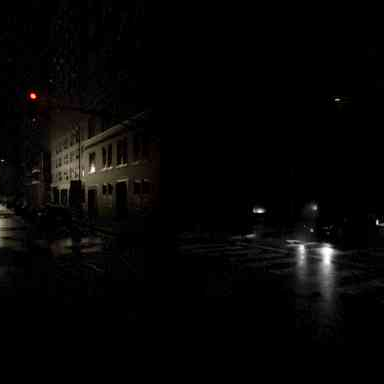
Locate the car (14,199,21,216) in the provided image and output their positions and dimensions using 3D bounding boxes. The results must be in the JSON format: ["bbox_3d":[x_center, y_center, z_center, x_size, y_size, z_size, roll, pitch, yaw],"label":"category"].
[{"bbox_3d":[-14.709,1.553,30.380,2.008,1.369,4.403,1,0,-32],"label":"car"}]

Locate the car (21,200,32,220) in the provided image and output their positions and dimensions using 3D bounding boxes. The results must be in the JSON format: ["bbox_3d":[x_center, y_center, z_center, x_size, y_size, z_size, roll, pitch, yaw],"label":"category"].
[{"bbox_3d":[-11.753,1.547,25.705,1.887,1.381,4.507,1,0,-32],"label":"car"}]

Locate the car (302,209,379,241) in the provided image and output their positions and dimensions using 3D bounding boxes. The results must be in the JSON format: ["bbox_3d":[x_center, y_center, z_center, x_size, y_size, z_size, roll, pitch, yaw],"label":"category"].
[{"bbox_3d":[7.930,1.668,17.625,4.892,1.490,1.837,0,-1,-33],"label":"car"}]

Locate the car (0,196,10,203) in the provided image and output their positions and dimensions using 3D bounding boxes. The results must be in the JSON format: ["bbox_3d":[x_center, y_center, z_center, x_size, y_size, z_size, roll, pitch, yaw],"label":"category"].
[{"bbox_3d":[-38.359,1.577,67.775,1.802,1.307,4.206,1,0,-32],"label":"car"}]

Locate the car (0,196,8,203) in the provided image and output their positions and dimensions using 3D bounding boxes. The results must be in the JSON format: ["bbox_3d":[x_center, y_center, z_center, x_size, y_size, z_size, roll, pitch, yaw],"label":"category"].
[{"bbox_3d":[-41.315,1.559,72.450,1.947,1.339,4.313,1,0,-32],"label":"car"}]

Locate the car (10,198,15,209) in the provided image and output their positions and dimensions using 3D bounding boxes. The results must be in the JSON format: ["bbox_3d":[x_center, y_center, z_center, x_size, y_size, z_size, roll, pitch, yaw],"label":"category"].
[{"bbox_3d":[-17.665,1.547,35.054,1.887,1.381,4.507,1,0,-32],"label":"car"}]

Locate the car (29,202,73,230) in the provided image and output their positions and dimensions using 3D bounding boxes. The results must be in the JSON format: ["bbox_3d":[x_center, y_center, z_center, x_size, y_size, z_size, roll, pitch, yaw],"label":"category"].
[{"bbox_3d":[-8.797,1.568,21.031,1.947,1.339,4.313,1,0,-32],"label":"car"}]

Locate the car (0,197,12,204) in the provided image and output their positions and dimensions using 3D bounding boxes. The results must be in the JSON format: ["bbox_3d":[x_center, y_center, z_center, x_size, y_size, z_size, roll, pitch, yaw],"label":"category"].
[{"bbox_3d":[-35.402,1.562,63.101,1.947,1.339,4.313,1,0,-32],"label":"car"}]

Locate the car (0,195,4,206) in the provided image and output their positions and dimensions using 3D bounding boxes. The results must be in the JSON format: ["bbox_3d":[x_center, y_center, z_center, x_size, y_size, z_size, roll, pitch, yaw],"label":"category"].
[{"bbox_3d":[-29.490,1.550,53.752,2.008,1.369,4.403,1,0,-32],"label":"car"}]

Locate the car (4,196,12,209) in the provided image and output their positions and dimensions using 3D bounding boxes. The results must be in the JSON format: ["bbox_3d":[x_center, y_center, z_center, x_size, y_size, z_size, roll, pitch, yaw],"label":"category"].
[{"bbox_3d":[-23.578,1.567,44.403,1.947,1.339,4.313,1,0,-32],"label":"car"}]
